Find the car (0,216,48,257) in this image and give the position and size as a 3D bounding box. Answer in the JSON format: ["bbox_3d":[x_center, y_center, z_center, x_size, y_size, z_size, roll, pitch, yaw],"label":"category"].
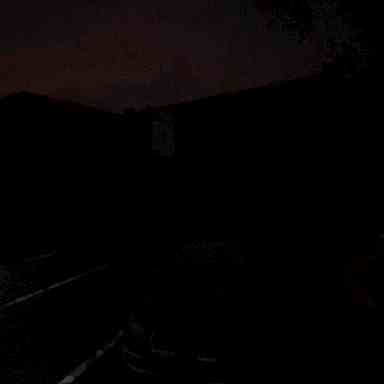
[{"bbox_3d":[-6.767,1.530,10.929,2.002,1.452,4.674,1,-1,16],"label":"car"}]

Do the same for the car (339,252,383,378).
[{"bbox_3d":[2.946,1.481,3.770,1.946,1.575,5.366,1,-1,16],"label":"car"}]

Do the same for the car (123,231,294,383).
[{"bbox_3d":[0.557,1.488,5.697,2.231,1.521,4.892,1,-1,16],"label":"car"}]
